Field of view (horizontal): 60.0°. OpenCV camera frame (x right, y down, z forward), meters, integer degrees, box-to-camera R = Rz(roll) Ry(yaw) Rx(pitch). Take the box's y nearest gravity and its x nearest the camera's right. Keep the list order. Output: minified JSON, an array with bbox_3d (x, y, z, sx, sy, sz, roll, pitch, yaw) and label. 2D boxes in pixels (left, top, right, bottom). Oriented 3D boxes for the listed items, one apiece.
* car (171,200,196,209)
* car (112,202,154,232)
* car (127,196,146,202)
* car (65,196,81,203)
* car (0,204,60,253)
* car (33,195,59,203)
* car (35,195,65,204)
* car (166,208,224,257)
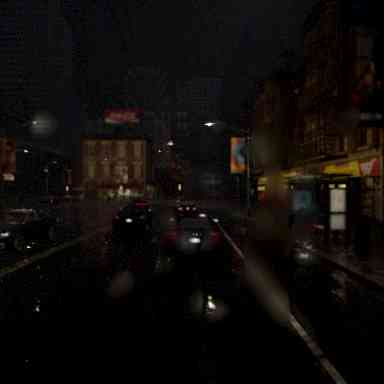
[{"bbox_3d":[-0.839,1.457,30.790,2.033,1.411,5.357,0,0,-10],"label":"car"},{"bbox_3d":[-3.443,1.505,19.933,1.994,1.385,4.181,0,0,-1],"label":"car"},{"bbox_3d":[-5.928,1.399,36.008,1.837,1.490,4.892,0,0,-19],"label":"car"},{"bbox_3d":[-23.978,1.407,64.723,4.718,1.301,1.895,0,0,30],"label":"car"},{"bbox_3d":[-7.138,1.452,13.499,2.128,1.511,4.902,0,0,0],"label":"car"},{"bbox_3d":[-29.283,1.327,66.891,4.674,1.452,2.002,0,0,20],"label":"car"},{"bbox_3d":[-22.353,1.451,51.754,4.718,1.301,1.895,0,0,36],"label":"car"},{"bbox_3d":[0.090,1.526,12.718,1.994,1.385,4.181,0,0,0],"label":"car"}]
